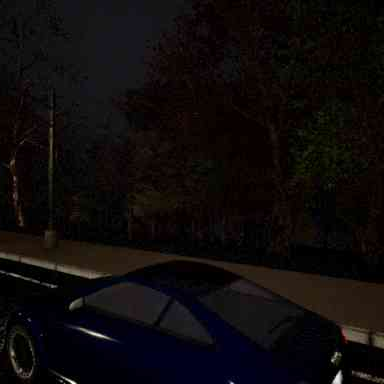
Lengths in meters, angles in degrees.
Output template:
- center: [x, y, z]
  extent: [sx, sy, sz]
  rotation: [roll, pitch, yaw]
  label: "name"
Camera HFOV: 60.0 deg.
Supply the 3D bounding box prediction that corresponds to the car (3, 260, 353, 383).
- center: [-0.408, 1.563, 3.975]
  extent: [4.181, 1.385, 1.994]
  rotation: [0, 0, 35]
  label: "car"
